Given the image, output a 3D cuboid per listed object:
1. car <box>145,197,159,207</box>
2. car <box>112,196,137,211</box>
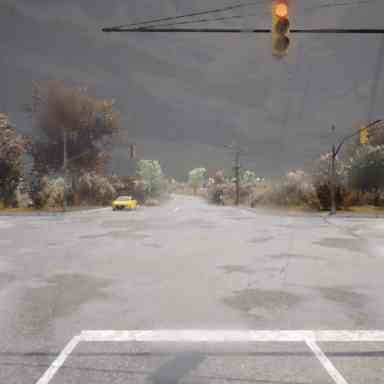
[{"bbox_3d":[-7.000,1.742,59.043,2.097,1.767,4.553,0,-2,0],"label":"car"},{"bbox_3d":[-7.000,1.195,34.709,1.882,1.535,5.008,0,0,0],"label":"car"}]
